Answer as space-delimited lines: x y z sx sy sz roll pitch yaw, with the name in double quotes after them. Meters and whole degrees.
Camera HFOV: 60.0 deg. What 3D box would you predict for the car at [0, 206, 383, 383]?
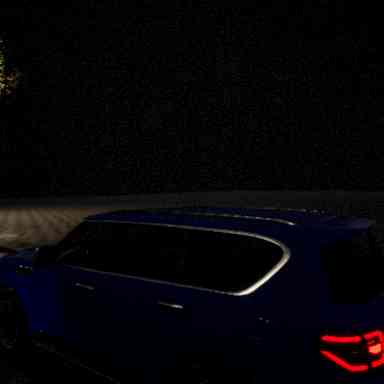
-0.436 1.205 4.299 5.566 2.045 2.150 0 0 35 "car"
